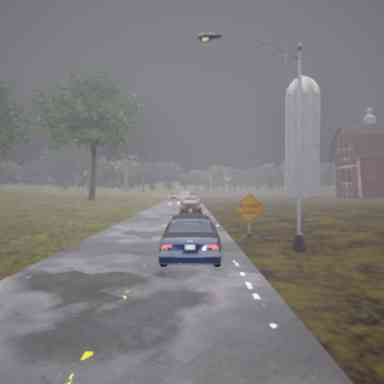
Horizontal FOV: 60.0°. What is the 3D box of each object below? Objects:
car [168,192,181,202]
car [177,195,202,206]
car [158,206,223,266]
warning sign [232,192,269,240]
[{"bbox_3d":[-3.122,0.764,59.422,2.097,1.767,4.553,0,1,0],"label":"car"},{"bbox_3d":[-0.108,1.235,28.855,1.812,1.442,4.674,0,1,0],"label":"car"},{"bbox_3d":[-0.036,1.433,11.016,2.033,1.411,5.357,0,1,0],"label":"car"},{"bbox_3d":[2.390,0.972,13.830,1.300,1.860,1.060,1,2,0],"label":"warning sign"}]
